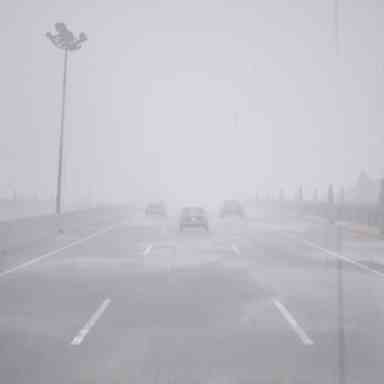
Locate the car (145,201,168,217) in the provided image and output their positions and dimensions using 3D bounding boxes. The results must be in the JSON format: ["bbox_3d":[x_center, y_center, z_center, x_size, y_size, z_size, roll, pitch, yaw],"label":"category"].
[{"bbox_3d":[-3.396,1.605,32.106,2.128,1.511,4.902,0,0,0],"label":"car"}]

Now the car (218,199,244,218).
[{"bbox_3d":[3.605,1.462,31.364,2.097,1.767,4.553,0,0,0],"label":"car"}]

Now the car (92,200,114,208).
[{"bbox_3d":[-13.995,1.994,53.498,1.895,1.301,4.718,0,-3,0],"label":"car"}]

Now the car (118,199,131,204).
[{"bbox_3d":[-10.507,1.881,52.579,1.812,1.442,4.674,0,-3,0],"label":"car"}]

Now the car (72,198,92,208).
[{"bbox_3d":[-17.499,1.733,53.254,2.097,1.767,4.553,0,-2,0],"label":"car"}]

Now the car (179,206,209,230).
[{"bbox_3d":[0.102,1.623,21.427,2.033,1.411,5.357,0,0,0],"label":"car"}]
